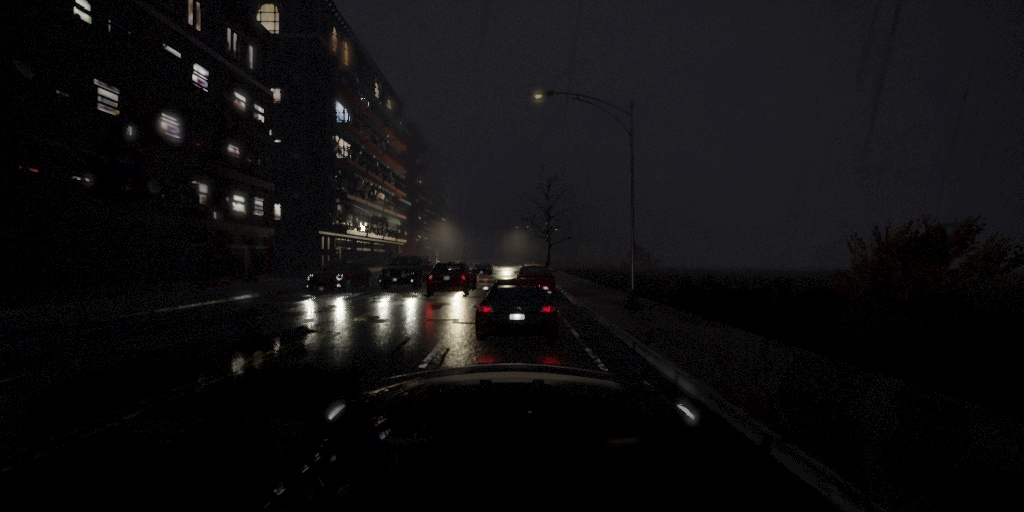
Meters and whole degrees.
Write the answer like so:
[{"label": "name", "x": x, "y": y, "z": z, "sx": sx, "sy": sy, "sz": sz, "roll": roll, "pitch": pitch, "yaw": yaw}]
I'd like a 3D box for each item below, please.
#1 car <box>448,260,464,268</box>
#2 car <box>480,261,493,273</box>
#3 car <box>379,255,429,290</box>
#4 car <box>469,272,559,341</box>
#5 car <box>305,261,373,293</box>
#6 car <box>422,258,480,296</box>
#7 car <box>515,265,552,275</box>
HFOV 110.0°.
[{"label": "car", "x": -9.771, "y": 1.350, "z": 62.810, "sx": 1.895, "sy": 1.301, "sz": 4.718, "roll": 0, "pitch": 0, "yaw": 0}, {"label": "car", "x": -3.123, "y": 1.352, "z": 39.313, "sx": 1.895, "sy": 1.301, "sz": 4.718, "roll": 0, "pitch": 0, "yaw": 0}, {"label": "car", "x": -6.586, "y": 0.973, "z": 22.923, "sx": 2.150, "sy": 2.045, "sz": 5.566, "roll": 0, "pitch": 0, "yaw": 0}, {"label": "car", "x": 0.107, "y": 1.315, "z": 9.929, "sx": 1.994, "sy": 1.385, "sz": 4.181, "roll": 0, "pitch": 0, "yaw": 0}, {"label": "car", "x": -9.838, "y": 1.104, "z": 20.744, "sx": 2.097, "sy": 1.767, "sz": 4.553, "roll": 0, "pitch": 0, "yaw": 0}, {"label": "car", "x": -3.134, "y": 1.103, "z": 19.424, "sx": 2.097, "sy": 1.767, "sz": 4.553, "roll": 0, "pitch": 0, "yaw": 0}, {"label": "car", "x": 1.148, "y": 1.230, "z": 18.849, "sx": 1.882, "sy": 1.535, "sz": 5.008, "roll": 0, "pitch": 0, "yaw": 0}]
